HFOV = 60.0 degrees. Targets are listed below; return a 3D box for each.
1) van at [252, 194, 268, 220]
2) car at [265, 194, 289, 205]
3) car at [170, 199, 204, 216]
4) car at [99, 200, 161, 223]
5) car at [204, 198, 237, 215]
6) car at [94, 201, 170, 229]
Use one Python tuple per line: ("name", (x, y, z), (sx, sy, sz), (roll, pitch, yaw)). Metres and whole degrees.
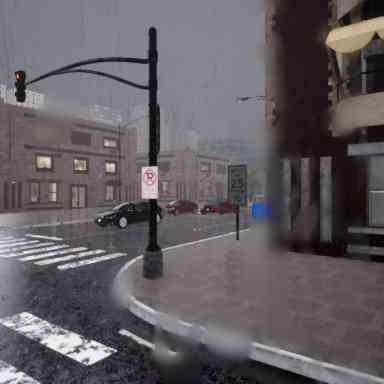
("van", (5.770, 1.047, 23.955), (1.690, 1.788, 3.998), (1, 1, 35))
("car", (12.154, 1.038, 47.364), (1.947, 1.339, 4.313), (1, 1, 35))
("car", (-1.066, 1.310, 28.807), (1.802, 1.307, 4.206), (1, 1, 35))
("car", (-4.371, 1.359, 24.168), (1.947, 1.339, 4.313), (1, 1, 35))
("car", (2.457, 1.256, 29.311), (1.994, 1.385, 4.181), (0, 1, 35))
("car", (-3.776, 1.321, 20.554), (1.837, 1.490, 4.892), (0, 1, 35))
